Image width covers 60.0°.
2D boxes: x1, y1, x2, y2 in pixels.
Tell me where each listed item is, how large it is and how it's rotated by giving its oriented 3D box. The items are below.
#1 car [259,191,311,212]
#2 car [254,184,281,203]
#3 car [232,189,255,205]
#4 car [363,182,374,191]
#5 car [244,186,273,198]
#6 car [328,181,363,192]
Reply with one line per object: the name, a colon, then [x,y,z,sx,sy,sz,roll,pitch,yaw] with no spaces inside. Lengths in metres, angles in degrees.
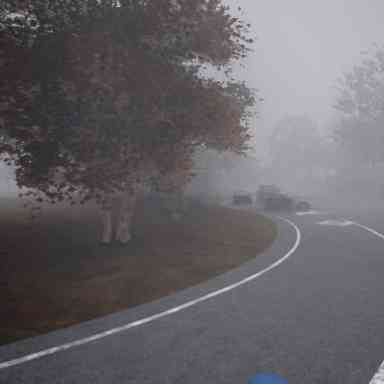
car: [7.777,0.850,27.439,1.994,1.385,4.181,-3,2,-23]
car: [8.417,0.216,36.784,2.150,2.045,5.566,-3,2,2]
car: [5.481,0.586,36.943,1.882,1.535,5.008,-2,2,4]
car: [29.042,-0.969,58.094,4.902,1.511,2.128,-1,2,7]
car: [10.146,0.015,50.380,1.882,1.535,5.008,-1,3,43]
car: [24.916,-0.892,54.825,4.553,1.767,2.097,-2,2,-3]
